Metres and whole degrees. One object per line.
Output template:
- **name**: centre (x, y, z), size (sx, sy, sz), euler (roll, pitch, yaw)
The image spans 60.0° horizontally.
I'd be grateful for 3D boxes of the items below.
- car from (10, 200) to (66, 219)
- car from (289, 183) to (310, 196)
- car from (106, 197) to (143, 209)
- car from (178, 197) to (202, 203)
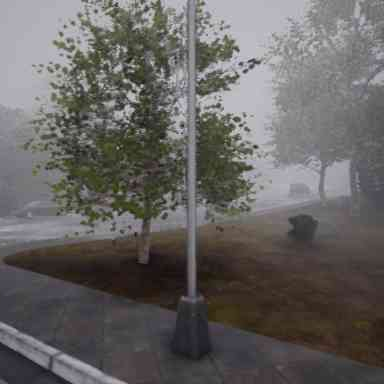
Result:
- **car**: centre (-12.843, 1.436, 28.471), size (1.837, 1.490, 4.892), euler (0, 1, 39)
- **car**: centre (18.387, -0.513, 56.852), size (2.150, 2.045, 5.566), euler (0, 3, 34)
- **car**: centre (-6.692, 1.262, 36.283), size (2.033, 1.411, 5.357), euler (0, 2, 38)
- **car**: centre (-0.495, 0.895, 44.131), size (1.994, 1.385, 4.181), euler (0, 3, 38)
